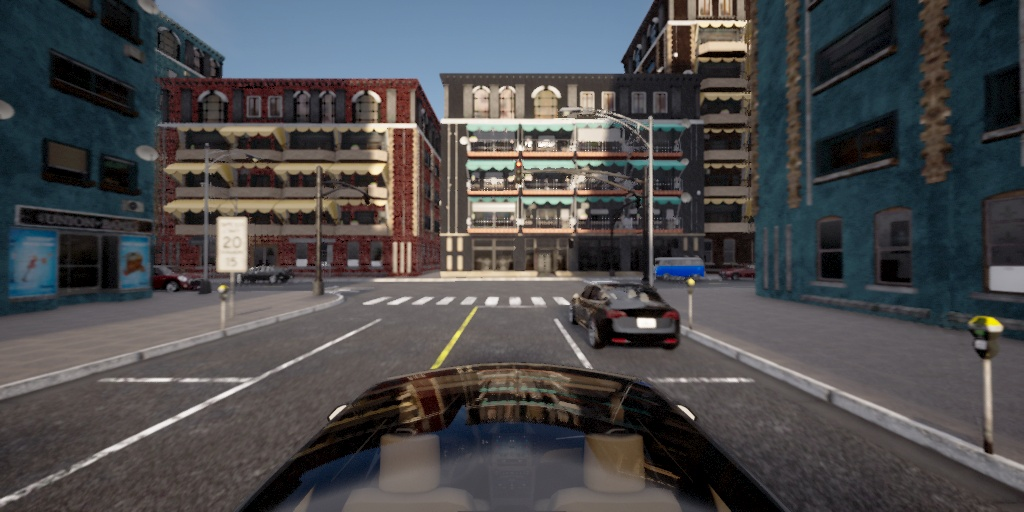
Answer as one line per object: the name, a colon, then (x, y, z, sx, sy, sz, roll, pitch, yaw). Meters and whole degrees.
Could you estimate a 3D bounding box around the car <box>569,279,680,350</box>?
car: (2.565, 1.313, 8.929, 1.948, 1.339, 4.313, 0, 0, 0)

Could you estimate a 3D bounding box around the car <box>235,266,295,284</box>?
car: (-19.701, 1.449, 28.451, 4.403, 1.370, 2.007, 0, 0, 0)

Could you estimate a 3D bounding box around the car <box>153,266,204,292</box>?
car: (-19.657, 1.254, 20.312, 4.097, 1.591, 1.967, 0, 0, 0)

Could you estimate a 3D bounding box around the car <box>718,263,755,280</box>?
car: (18.724, 1.238, 28.531, 4.207, 1.307, 1.802, 0, 0, 0)

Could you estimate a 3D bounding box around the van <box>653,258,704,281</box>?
van: (13.084, 1.031, 28.501, 3.998, 1.789, 1.690, 0, 0, 0)
